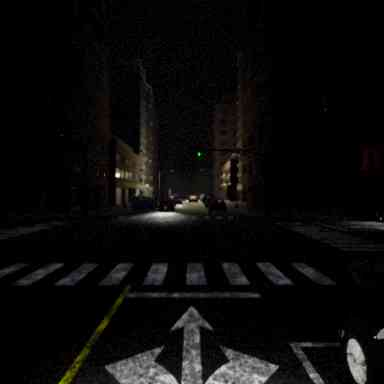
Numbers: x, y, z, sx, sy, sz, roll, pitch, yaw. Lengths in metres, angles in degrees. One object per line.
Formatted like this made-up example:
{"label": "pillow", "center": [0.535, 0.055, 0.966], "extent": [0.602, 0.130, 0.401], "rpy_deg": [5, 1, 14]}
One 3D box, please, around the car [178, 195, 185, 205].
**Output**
{"label": "car", "center": [-2.768, 1.622, 60.959], "extent": [1.895, 1.301, 4.718], "rpy_deg": [0, 0, 0]}

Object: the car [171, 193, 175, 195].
{"label": "car", "center": [-5.555, 1.566, 76.806], "extent": [1.887, 1.381, 4.507], "rpy_deg": [0, 0, 0]}

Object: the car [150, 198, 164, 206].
{"label": "car", "center": [-5.651, 1.601, 54.133], "extent": [1.802, 1.307, 4.206], "rpy_deg": [0, 0, 0]}

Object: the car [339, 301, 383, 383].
{"label": "car", "center": [2.666, 1.552, 2.445], "extent": [2.008, 1.369, 4.403], "rpy_deg": [0, 0, 0]}

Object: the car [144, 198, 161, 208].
{"label": "car", "center": [-5.675, 1.583, 48.465], "extent": [1.947, 1.339, 4.313], "rpy_deg": [0, 0, 0]}

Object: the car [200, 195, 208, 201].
{"label": "car", "center": [2.994, 1.461, 82.448], "extent": [1.967, 1.590, 4.097], "rpy_deg": [0, 0, 0]}

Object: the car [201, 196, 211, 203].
{"label": "car", "center": [2.946, 1.573, 71.110], "extent": [2.008, 1.369, 4.403], "rpy_deg": [0, 0, 0]}

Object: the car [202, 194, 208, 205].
{"label": "car", "center": [2.850, 1.458, 48.433], "extent": [1.967, 1.590, 4.097], "rpy_deg": [0, 0, 0]}

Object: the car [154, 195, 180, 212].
{"label": "car", "center": [-2.941, 1.505, 39.700], "extent": [2.128, 1.511, 4.902], "rpy_deg": [0, 0, 0]}

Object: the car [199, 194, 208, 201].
{"label": "car", "center": [3.018, 1.336, 88.117], "extent": [2.192, 1.841, 5.009], "rpy_deg": [0, 0, 0]}

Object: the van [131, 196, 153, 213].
{"label": "van", "center": [-5.723, 1.354, 37.128], "extent": [1.690, 1.788, 3.998], "rpy_deg": [0, 0, 0]}

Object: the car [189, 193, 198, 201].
{"label": "car", "center": [0.306, 1.209, 77.472], "extent": [2.097, 1.767, 4.553], "rpy_deg": [0, 0, 0]}

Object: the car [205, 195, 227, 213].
{"label": "car", "center": [2.802, 1.453, 37.095], "extent": [1.967, 1.590, 4.097], "rpy_deg": [0, 0, 0]}

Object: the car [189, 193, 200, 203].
{"label": "car", "center": [0.262, 1.519, 67.081], "extent": [2.128, 1.511, 4.902], "rpy_deg": [0, 0, 0]}

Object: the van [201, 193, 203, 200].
{"label": "van", "center": [2.898, 1.362, 59.771], "extent": [1.690, 1.788, 3.998], "rpy_deg": [0, 0, 0]}

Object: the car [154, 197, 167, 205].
{"label": "car", "center": [-5.628, 1.586, 59.802], "extent": [1.947, 1.339, 4.313], "rpy_deg": [0, 0, 0]}

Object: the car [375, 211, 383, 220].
{"label": "car", "center": [16.526, 1.575, 24.445], "extent": [5.357, 1.411, 2.033], "rpy_deg": [0, 0, 0]}
